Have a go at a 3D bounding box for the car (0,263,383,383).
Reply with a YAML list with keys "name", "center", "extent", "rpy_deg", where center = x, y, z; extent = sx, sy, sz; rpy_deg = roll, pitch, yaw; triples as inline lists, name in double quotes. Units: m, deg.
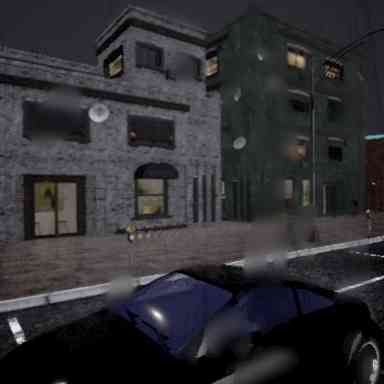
- name: "car"
  center: [0.201, 1.555, 3.522]
  extent: [4.181, 1.385, 1.994]
  rpy_deg: [0, 0, -35]
